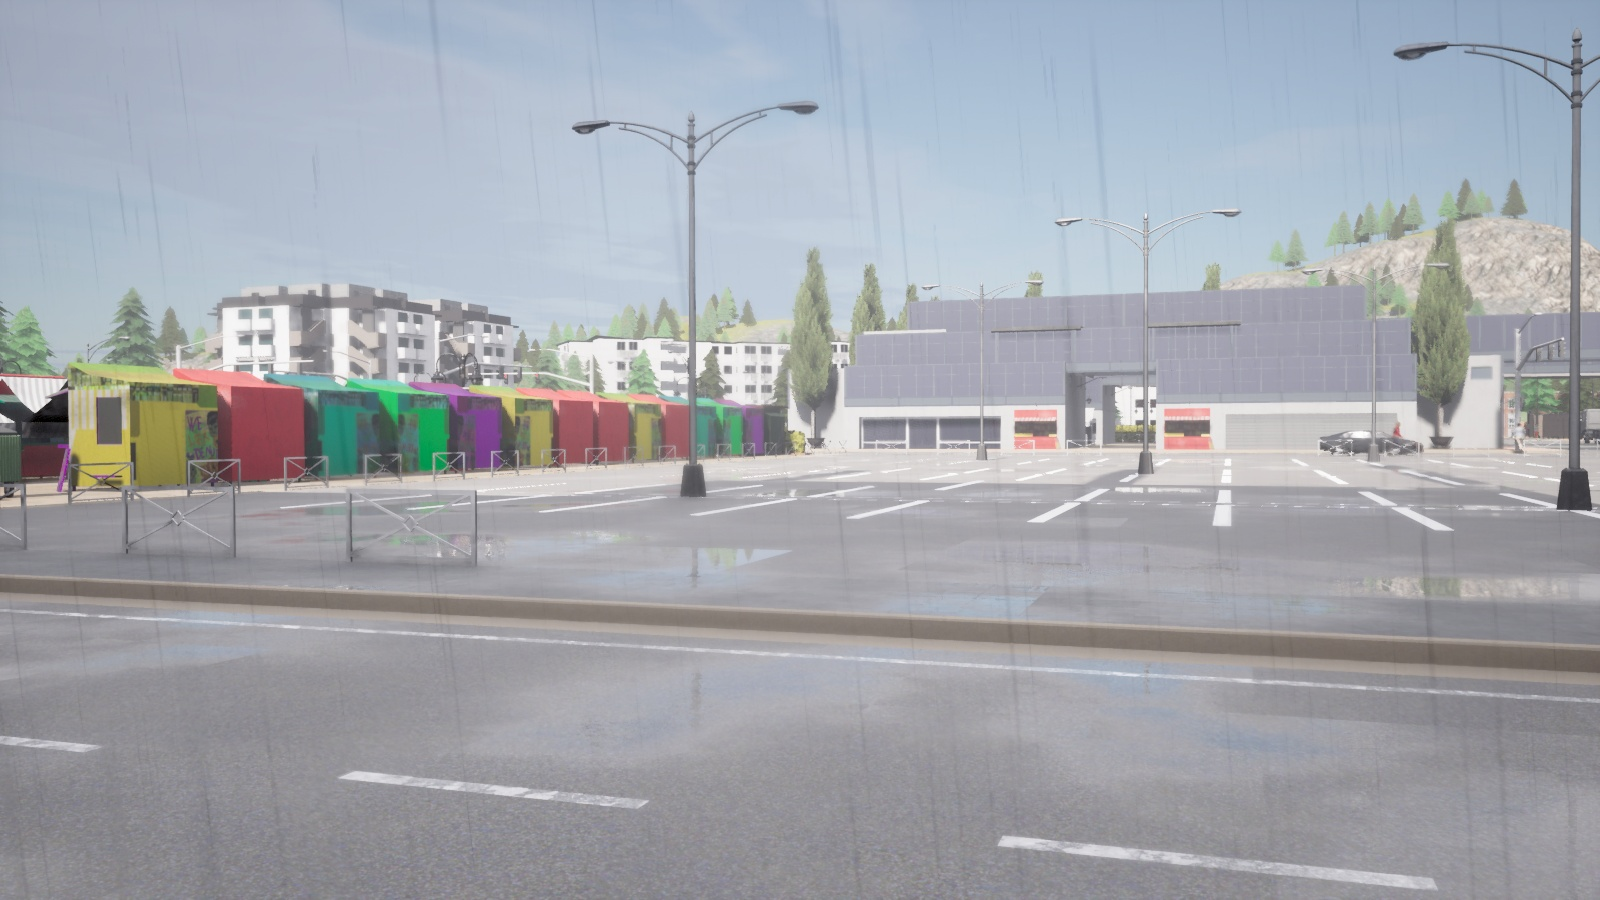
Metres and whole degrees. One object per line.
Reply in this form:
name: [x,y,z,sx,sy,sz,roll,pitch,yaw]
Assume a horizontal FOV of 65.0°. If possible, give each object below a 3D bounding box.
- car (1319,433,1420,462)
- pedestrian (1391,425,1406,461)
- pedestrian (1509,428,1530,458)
car: [31.128,-0.146,68.793,4.902,1.511,2.128,1,1,20]
pedestrian: [30.436,-0.369,63.910,0.636,1.846,0.331,1,1,19]
pedestrian: [44.488,-0.460,77.640,0.874,1.855,0.900,0,1,12]
